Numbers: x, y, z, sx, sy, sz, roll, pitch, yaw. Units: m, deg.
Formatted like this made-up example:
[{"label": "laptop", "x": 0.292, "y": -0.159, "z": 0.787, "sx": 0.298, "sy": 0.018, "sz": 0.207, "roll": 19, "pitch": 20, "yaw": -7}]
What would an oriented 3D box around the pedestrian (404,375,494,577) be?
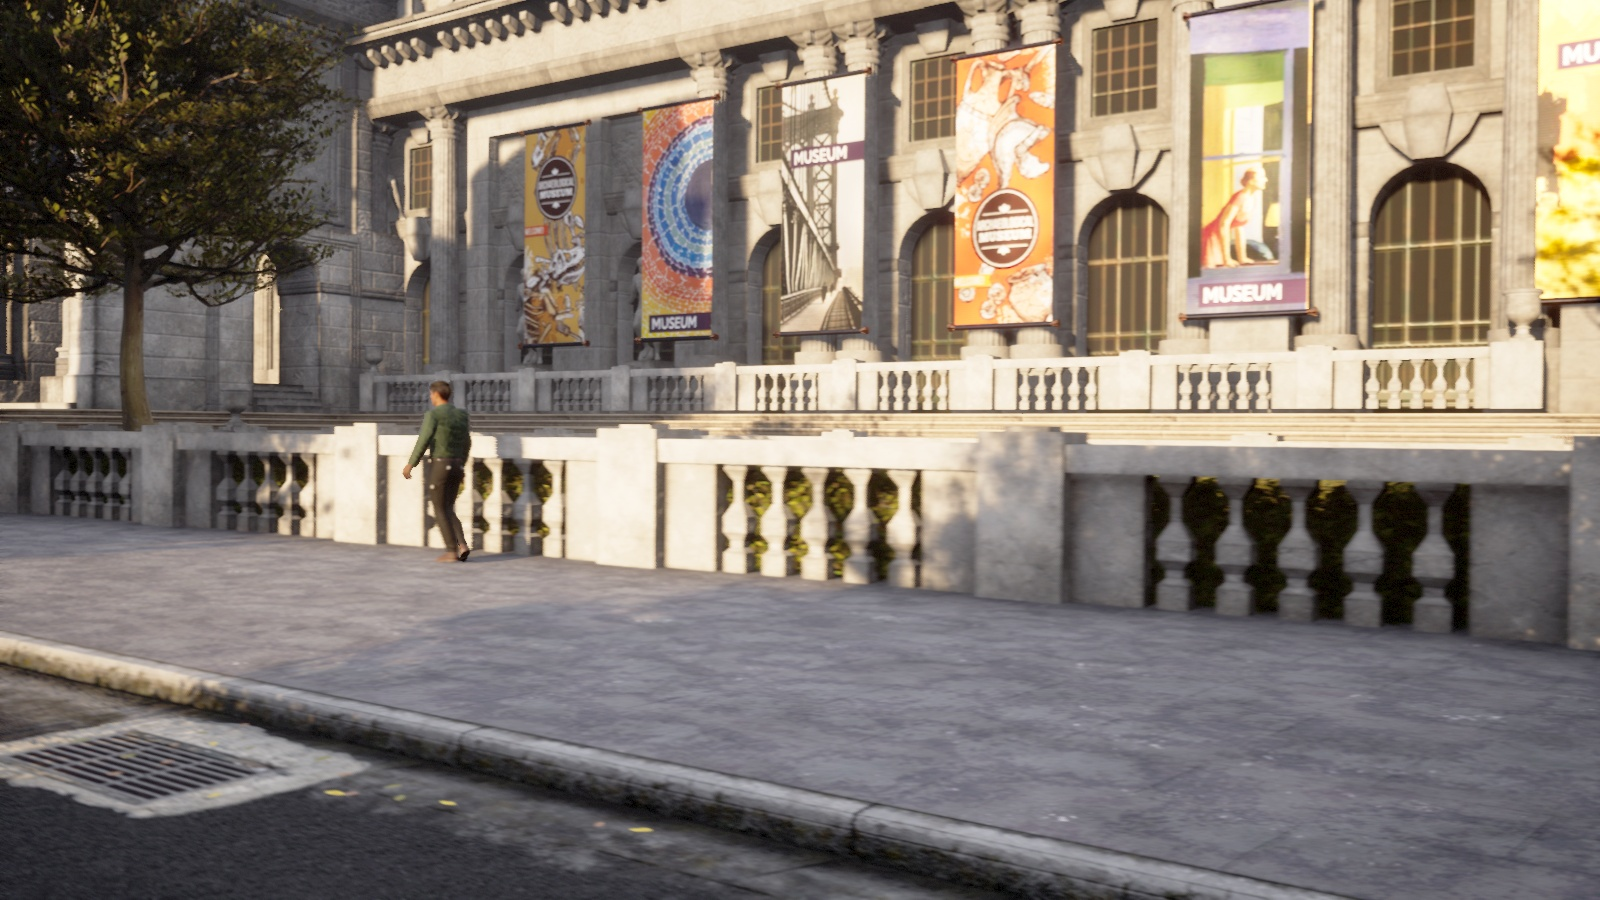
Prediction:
[{"label": "pedestrian", "x": -3.486, "y": 0.249, "z": 12.474, "sx": 0.788, "sy": 1.949, "sz": 0.423, "roll": 0, "pitch": 1, "yaw": 32}]
